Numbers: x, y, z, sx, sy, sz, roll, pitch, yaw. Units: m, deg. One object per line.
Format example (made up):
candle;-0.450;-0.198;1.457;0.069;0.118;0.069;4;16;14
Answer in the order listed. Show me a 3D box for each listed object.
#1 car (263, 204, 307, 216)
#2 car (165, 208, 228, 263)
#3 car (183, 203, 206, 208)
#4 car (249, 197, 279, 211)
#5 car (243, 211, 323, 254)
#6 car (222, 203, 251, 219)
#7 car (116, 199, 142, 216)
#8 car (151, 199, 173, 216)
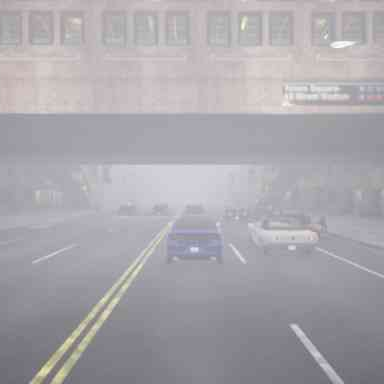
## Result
car;6.723;1.793;23.636;1.895;1.301;4.718;0;0;0
car;0.090;1.583;12.490;1.882;1.535;5.008;0;0;0
car;0.207;1.766;31.091;1.837;1.490;4.892;0;0;0
car;6.678;1.489;31.035;2.435;2.045;5.566;0;0;0
car;3.598;1.720;14.135;1.895;1.301;4.718;0;0;0
car;3.706;1.848;29.448;1.895;1.301;4.718;0;0;0
car;-6.972;1.861;37.512;2.033;1.411;5.357;0;0;0
car;-3.473;1.861;37.562;2.033;1.411;5.357;0;0;0
